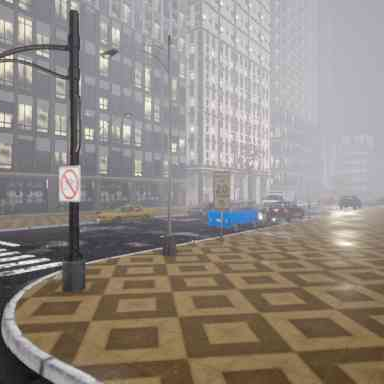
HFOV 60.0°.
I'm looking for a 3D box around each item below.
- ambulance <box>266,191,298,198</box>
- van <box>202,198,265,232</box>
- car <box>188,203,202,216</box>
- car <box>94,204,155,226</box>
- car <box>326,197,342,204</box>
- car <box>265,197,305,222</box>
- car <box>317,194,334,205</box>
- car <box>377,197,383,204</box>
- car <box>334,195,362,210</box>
[{"bbox_3d":[10.242,1.062,38.996,2.351,2.431,6.366,0,0,38],"label":"ambulance"},{"bbox_3d":[2.631,1.368,20.268,1.690,1.788,3.998,0,0,38],"label":"van"},{"bbox_3d":[1.368,1.603,31.706,1.802,1.307,4.206,0,0,38],"label":"car"},{"bbox_3d":[-4.752,1.540,23.993,1.752,1.417,4.829,0,0,38],"label":"car"},{"bbox_3d":[28.576,1.624,66.932,2.008,1.369,4.403,0,0,38],"label":"car"},{"bbox_3d":[7.605,1.472,26.889,1.967,1.590,4.097,0,0,38],"label":"car"},{"bbox_3d":[25.175,1.380,62.530,2.192,1.841,5.009,0,0,38],"label":"car"},{"bbox_3d":[38.212,1.658,66.518,1.947,1.339,4.313,0,0,38],"label":"car"},{"bbox_3d":[21.208,1.368,44.502,2.192,1.841,5.009,0,0,38],"label":"car"}]
